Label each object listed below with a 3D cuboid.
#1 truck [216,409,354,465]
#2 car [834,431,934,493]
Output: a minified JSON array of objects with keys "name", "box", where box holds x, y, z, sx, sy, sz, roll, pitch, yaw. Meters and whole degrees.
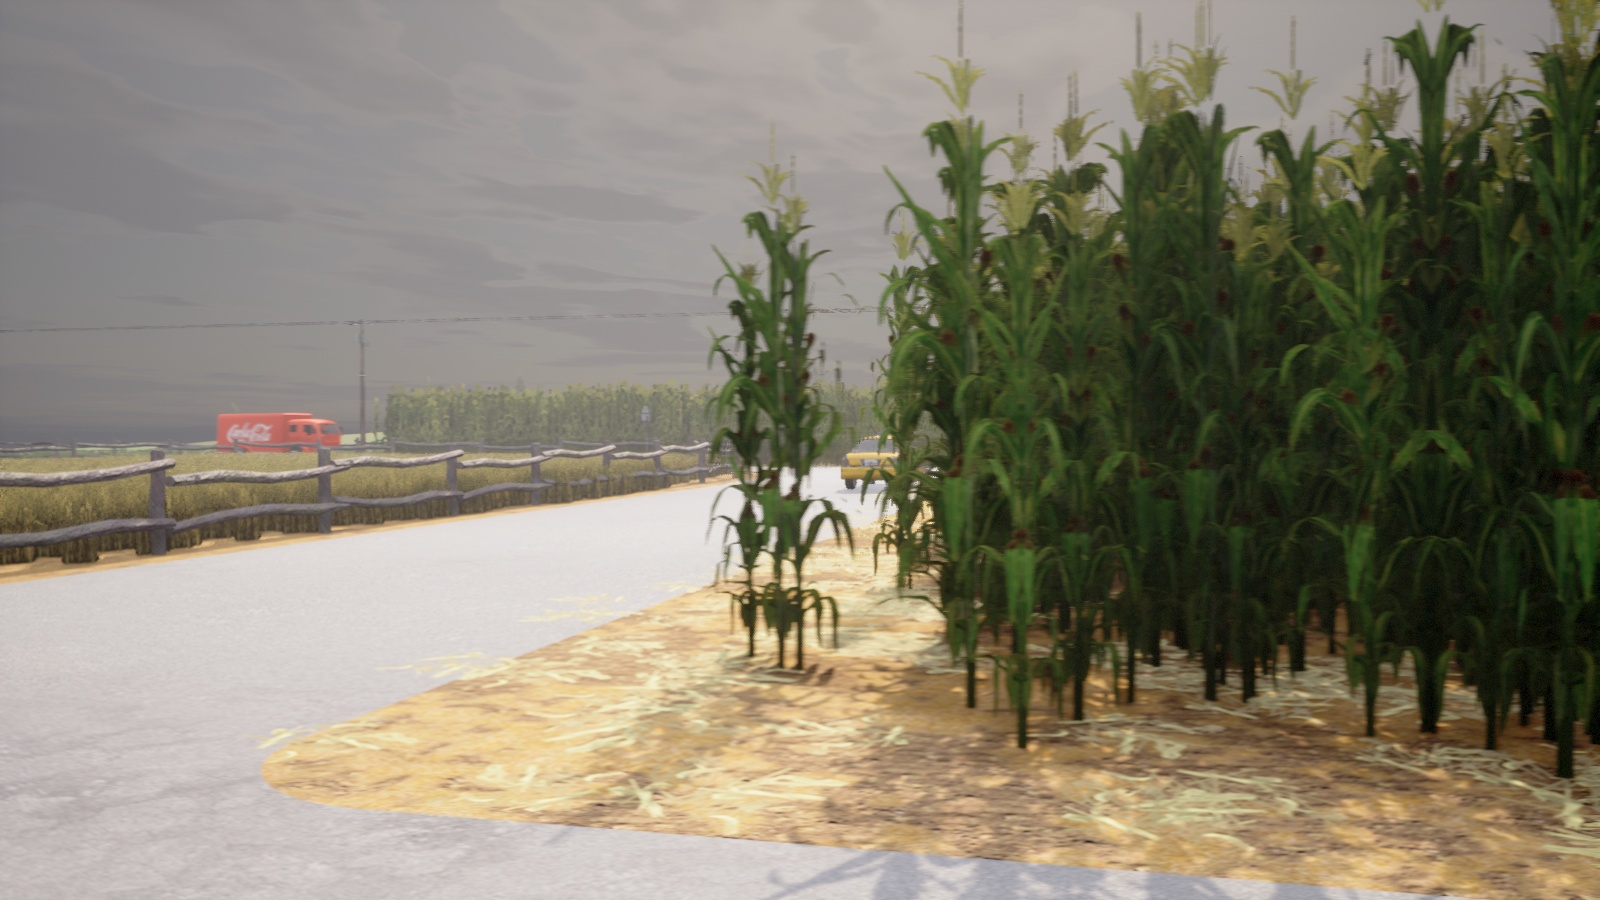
[{"name":"truck","box":[-23.151,-0.602,56.498,5.204,2.467,2.627,0,1,14]},{"name":"car","box":[2.418,0.258,34.585,1.801,1.575,5.366,0,1,14]}]
